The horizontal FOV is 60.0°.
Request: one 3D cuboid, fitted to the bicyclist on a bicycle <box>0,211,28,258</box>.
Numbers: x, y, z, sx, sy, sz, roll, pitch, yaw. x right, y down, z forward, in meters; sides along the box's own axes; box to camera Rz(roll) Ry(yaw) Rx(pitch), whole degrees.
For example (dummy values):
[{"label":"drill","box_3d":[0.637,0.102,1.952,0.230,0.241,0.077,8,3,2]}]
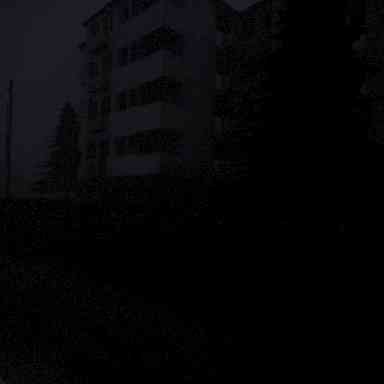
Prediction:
[{"label":"bicyclist on a bicycle","box_3d":[-6.331,1.453,11.119,1.656,1.620,0.582,2,-2,-45]}]
